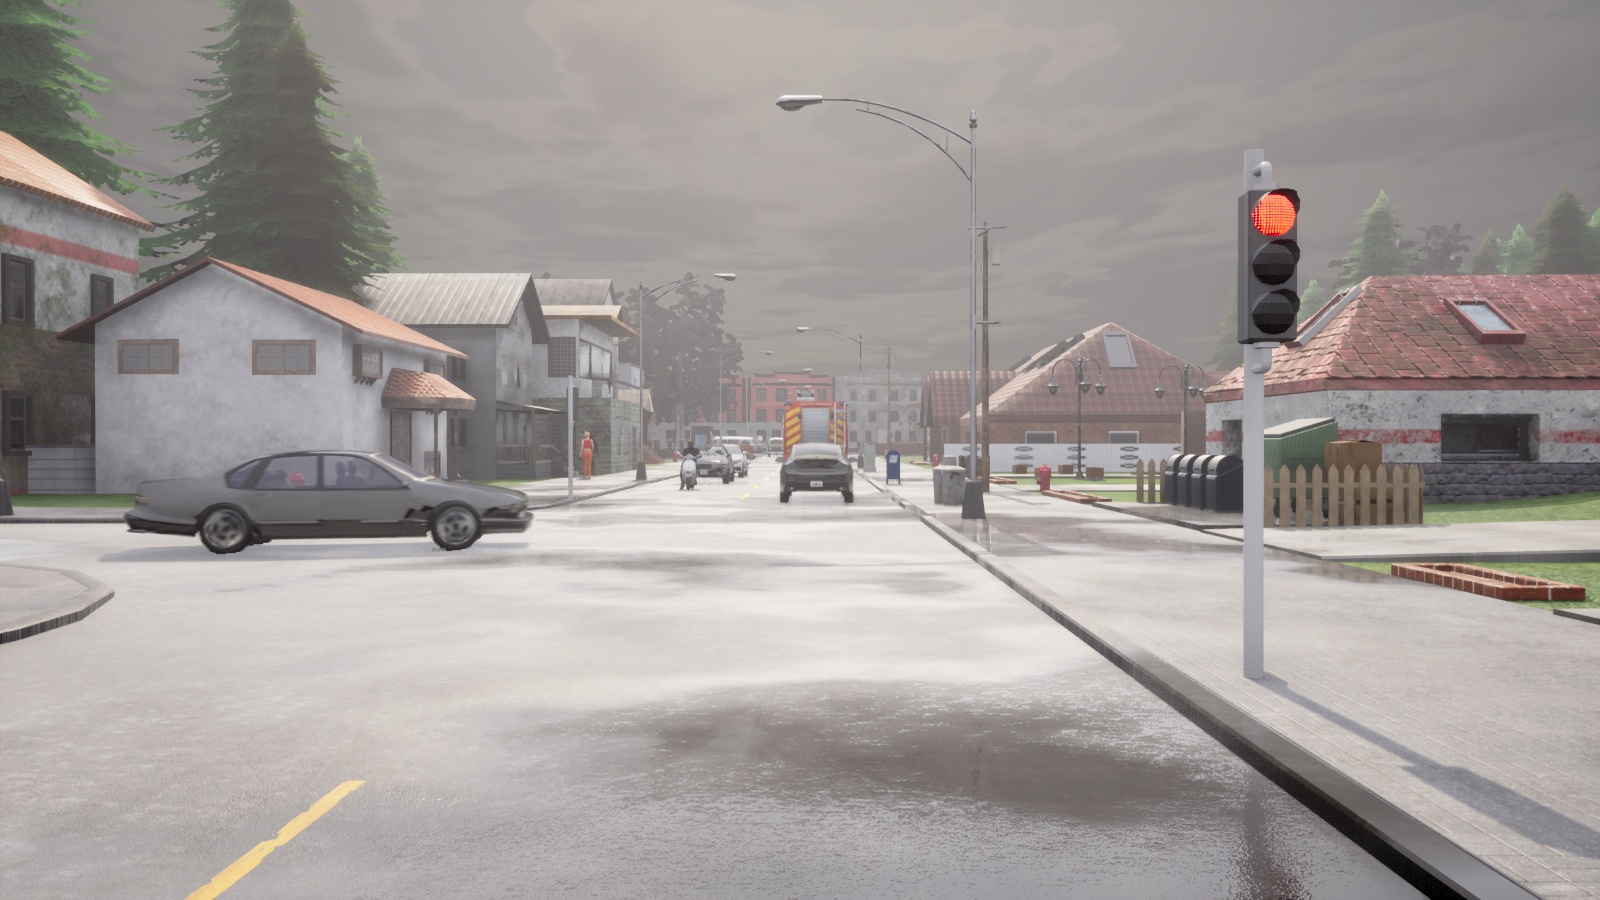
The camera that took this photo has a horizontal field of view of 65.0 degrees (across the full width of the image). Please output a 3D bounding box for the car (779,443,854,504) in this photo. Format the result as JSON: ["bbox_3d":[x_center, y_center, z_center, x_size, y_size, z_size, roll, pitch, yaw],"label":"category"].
[{"bbox_3d":[0.433,0.565,33.074,1.837,1.490,4.892,0,0,1],"label":"car"}]

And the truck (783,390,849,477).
[{"bbox_3d":[0.732,-0.752,59.198,2.891,3.827,8.468,0,0,1],"label":"truck"}]

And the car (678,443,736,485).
[{"bbox_3d":[-3.419,0.492,46.936,1.816,1.474,4.193,0,0,1],"label":"car"}]

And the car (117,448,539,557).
[{"bbox_3d":[-6.492,0.687,17.930,5.357,1.411,2.033,0,0,-10],"label":"car"}]

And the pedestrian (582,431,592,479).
[{"bbox_3d":[-8.221,0.176,48.448,0.345,1.836,0.594,0,0,-15],"label":"pedestrian"}]

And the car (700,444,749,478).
[{"bbox_3d":[-3.314,0.455,55.688,1.812,1.442,4.674,0,0,1],"label":"car"}]

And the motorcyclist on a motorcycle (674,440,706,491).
[{"bbox_3d":[-3.507,0.470,40.226,0.866,1.590,1.817,0,0,1],"label":"motorcyclist on a motorcycle"}]

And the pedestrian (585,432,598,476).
[{"bbox_3d":[-8.748,0.151,52.802,0.370,1.835,0.726,0,0,5],"label":"pedestrian"}]
